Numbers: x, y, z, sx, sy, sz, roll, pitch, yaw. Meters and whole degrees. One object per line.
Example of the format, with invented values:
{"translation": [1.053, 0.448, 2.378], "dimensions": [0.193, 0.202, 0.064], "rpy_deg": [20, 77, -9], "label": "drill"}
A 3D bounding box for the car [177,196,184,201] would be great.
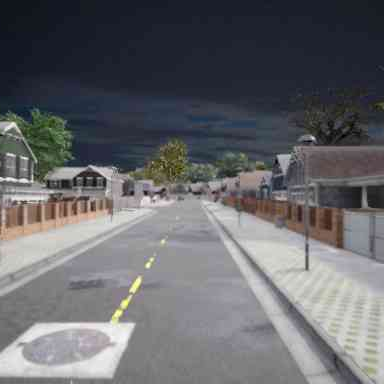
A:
{"translation": [-3.171, 1.895, 94.894], "dimensions": [1.895, 1.301, 4.718], "rpy_deg": [0, 0, -4], "label": "car"}
